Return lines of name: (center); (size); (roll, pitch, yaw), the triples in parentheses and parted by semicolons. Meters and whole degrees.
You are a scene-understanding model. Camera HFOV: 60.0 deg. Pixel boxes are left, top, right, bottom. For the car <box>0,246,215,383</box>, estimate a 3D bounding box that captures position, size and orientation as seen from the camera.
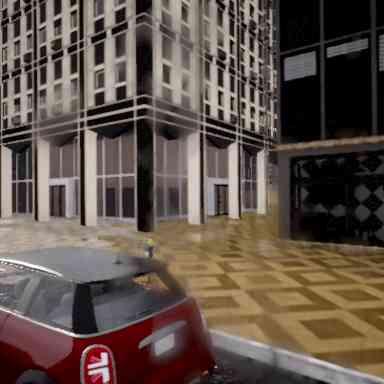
car: (-1.831, 1.420, 4.199); (4.097, 1.590, 1.967); (0, -1, 36)
